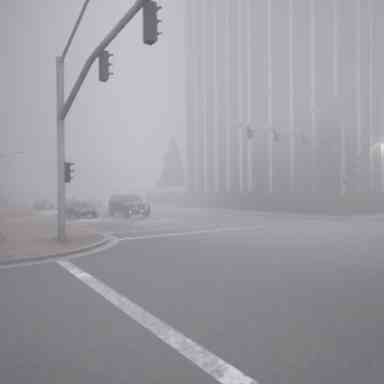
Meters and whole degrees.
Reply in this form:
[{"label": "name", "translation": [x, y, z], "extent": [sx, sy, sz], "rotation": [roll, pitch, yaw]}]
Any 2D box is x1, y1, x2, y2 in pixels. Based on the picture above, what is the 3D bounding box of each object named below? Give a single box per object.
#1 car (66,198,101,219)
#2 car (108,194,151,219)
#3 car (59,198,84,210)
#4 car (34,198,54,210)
[{"label": "car", "translation": [-9.905, 1.567, 29.562], "extent": [2.033, 1.411, 5.357], "rotation": [-1, 0, -34]}, {"label": "car", "translation": [-5.658, 1.203, 29.519], "extent": [2.150, 2.045, 5.566], "rotation": [-1, 0, -34]}, {"label": "car", "translation": [-16.883, 1.590, 46.320], "extent": [2.033, 1.411, 5.357], "rotation": [-1, 0, -34]}, {"label": "car", "translation": [-19.785, 1.599, 44.364], "extent": [2.128, 1.511, 4.902], "rotation": [-1, 0, -34]}]
